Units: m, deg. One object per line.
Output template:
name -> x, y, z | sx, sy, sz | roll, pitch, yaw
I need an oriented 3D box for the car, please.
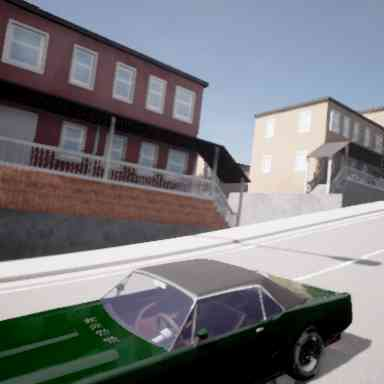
car -> -0.246, 1.579, 3.814 | 4.718, 1.301, 1.895 | -1, 1, -36
